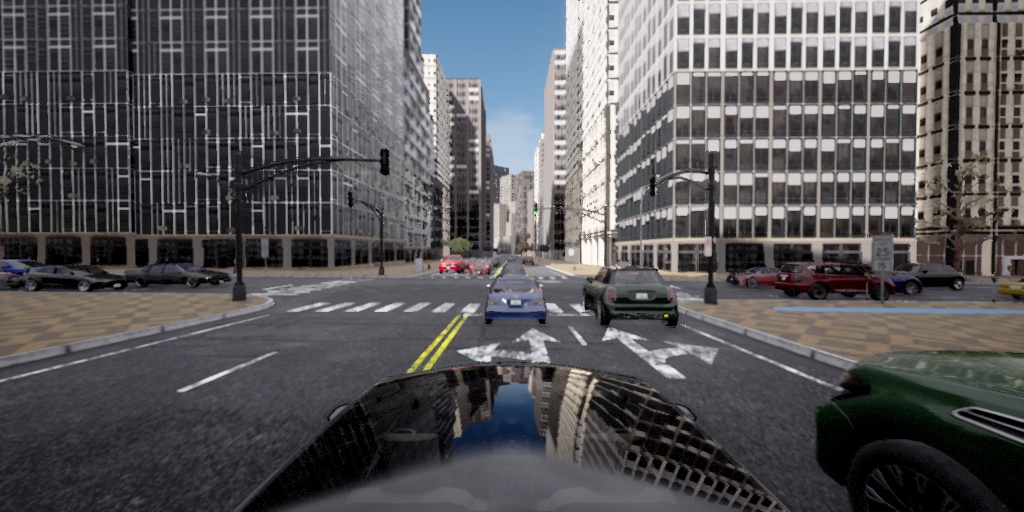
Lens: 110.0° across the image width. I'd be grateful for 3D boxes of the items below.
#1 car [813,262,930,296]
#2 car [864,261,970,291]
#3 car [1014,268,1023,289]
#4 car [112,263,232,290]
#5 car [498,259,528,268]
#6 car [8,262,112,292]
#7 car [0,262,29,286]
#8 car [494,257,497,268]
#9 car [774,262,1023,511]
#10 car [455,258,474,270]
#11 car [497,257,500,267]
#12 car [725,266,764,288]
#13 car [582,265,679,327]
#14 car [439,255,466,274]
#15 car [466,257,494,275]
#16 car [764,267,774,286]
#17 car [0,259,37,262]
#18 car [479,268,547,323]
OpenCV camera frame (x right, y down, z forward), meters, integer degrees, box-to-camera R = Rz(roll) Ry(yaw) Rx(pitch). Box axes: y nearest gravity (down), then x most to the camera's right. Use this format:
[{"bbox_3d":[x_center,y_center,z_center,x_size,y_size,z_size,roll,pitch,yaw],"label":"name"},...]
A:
[{"bbox_3d":[20.584,1.274,20.723,4.553,1.767,2.097,1,1,1],"label":"car"},{"bbox_3d":[26.743,1.271,23.792,4.553,1.767,2.097,1,1,1],"label":"car"},{"bbox_3d":[37.206,1.558,23.613,5.357,1.411,2.033,0,1,1],"label":"car"},{"bbox_3d":[-19.913,1.108,21.370,5.357,1.411,2.033,1,1,1],"label":"car"},{"bbox_3d":[0.106,1.207,30.626,1.994,1.385,4.181,0,-1,0],"label":"car"},{"bbox_3d":[-22.734,1.149,18.720,4.313,1.339,1.948,0,0,1],"label":"car"},{"bbox_3d":[-28.418,1.114,18.852,4.207,1.307,1.802,0,0,1],"label":"car"},{"bbox_3d":[-3.339,1.158,46.530,1.812,1.442,4.674,0,0,0],"label":"car"},{"bbox_3d":[3.349,0.970,0.281,2.150,2.045,5.566,0,-1,0],"label":"car"},{"bbox_3d":[-6.568,1.098,50.183,1.882,1.535,5.008,0,0,1],"label":"car"},{"bbox_3d":[-3.266,0.953,56.634,2.097,1.767,4.553,0,0,0],"label":"car"},{"bbox_3d":[16.708,1.395,23.953,4.181,1.385,1.994,1,1,2],"label":"car"},{"bbox_3d":[3.564,1.079,11.608,2.097,1.767,4.553,0,0,4],"label":"car"},{"bbox_3d":[-6.596,0.873,39.838,2.150,2.045,5.566,0,0,0],"label":"car"},{"bbox_3d":[-3.320,1.010,37.686,2.097,1.767,4.553,0,0,-1],"label":"car"},{"bbox_3d":[16.191,1.245,18.200,5.009,1.841,2.192,0,0,1],"label":"car"},{"bbox_3d":[-29.773,0.948,21.570,5.008,1.535,1.882,1,1,1],"label":"car"},{"bbox_3d":[0.099,1.287,11.960,2.033,1.411,5.357,0,0,0],"label":"car"}]
